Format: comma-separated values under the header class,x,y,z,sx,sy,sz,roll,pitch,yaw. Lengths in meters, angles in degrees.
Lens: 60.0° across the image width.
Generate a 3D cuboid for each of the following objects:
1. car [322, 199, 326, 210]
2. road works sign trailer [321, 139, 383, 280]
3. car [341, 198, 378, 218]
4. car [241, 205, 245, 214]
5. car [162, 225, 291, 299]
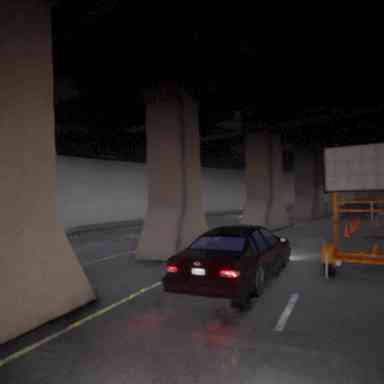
class,x,y,z,sx,sy,sz,roll,pitch,yaw
car,13.469,1.240,37.944,2.097,1.767,4.553,-2,-1,42
road works sign trailer,4.935,0.381,9.124,2.380,3.560,2.880,-2,-1,31
car,13.700,1.263,27.178,1.882,1.535,5.008,-2,-1,40
car,7.128,1.585,36.021,1.837,1.490,4.892,-2,-1,41
car,1.235,1.584,8.741,2.033,1.411,5.357,-2,-1,26
